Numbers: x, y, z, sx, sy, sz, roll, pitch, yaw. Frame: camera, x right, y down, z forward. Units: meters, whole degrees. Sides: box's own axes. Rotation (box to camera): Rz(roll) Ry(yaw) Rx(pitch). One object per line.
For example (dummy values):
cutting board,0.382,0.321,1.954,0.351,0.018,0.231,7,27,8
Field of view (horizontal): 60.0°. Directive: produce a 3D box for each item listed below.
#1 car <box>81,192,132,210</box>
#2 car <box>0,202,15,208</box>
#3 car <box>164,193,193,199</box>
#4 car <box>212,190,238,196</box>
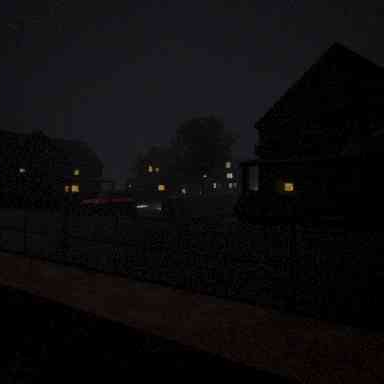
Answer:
car,-7.158,0.833,28.221,2.097,1.767,4.553,1,2,35
car,-13.005,1.244,19.978,1.812,1.442,4.674,1,2,35
car,-1.404,0.811,36.329,1.994,1.385,4.181,1,2,35
car,4.446,0.503,44.521,2.128,1.511,4.902,1,2,36
